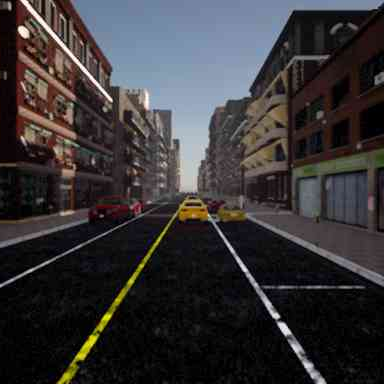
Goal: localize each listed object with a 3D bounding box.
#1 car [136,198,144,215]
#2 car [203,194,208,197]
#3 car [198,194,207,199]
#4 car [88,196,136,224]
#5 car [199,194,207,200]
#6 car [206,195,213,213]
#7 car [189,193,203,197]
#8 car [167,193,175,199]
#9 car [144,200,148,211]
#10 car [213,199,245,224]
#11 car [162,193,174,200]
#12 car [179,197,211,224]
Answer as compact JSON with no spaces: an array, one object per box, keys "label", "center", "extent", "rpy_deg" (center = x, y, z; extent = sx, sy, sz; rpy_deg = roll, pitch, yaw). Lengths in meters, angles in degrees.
[{"label":"car","center":[-5.695,1.288,29.069],"extent":[1.967,1.590,4.097],"rpy_deg":[0,0,0]},{"label":"car","center":[2.680,1.249,57.249],"extent":[2.008,1.369,4.403],"rpy_deg":[0,0,0]},{"label":"car","center":[2.674,1.112,85.430],"extent":[1.947,1.339,4.313],"rpy_deg":[0,0,0]},{"label":"car","center":[-5.693,1.193,23.433],"extent":[2.192,1.841,5.009],"rpy_deg":[0,0,0]},{"label":"car","center":[2.675,1.101,79.963],"extent":[1.752,1.417,4.829],"rpy_deg":[0,0,0]},{"label":"car","center":[2.684,1.363,34.704],"extent":[1.887,1.381,4.507],"rpy_deg":[0,0,0]},{"label":"car","center":[0.093,1.261,41.223],"extent":[1.882,1.535,5.008],"rpy_deg":[0,1,0]},{"label":"car","center":[-5.708,1.060,91.068],"extent":[1.887,1.381,4.507],"rpy_deg":[0,0,0]},{"label":"car","center":[-5.696,1.363,34.707],"extent":[1.887,1.381,4.507],"rpy_deg":[0,0,0]},{"label":"car","center":[2.686,1.402,23.602],"extent":[1.752,1.417,4.829],"rpy_deg":[0,0,0]},{"label":"car","center":[-5.705,1.158,74.159],"extent":[2.008,1.369,4.403],"rpy_deg":[0,0,0]},{"label":"car","center":[0.097,1.353,23.897],"extent":[1.882,1.535,5.008],"rpy_deg":[0,0,0]}]
